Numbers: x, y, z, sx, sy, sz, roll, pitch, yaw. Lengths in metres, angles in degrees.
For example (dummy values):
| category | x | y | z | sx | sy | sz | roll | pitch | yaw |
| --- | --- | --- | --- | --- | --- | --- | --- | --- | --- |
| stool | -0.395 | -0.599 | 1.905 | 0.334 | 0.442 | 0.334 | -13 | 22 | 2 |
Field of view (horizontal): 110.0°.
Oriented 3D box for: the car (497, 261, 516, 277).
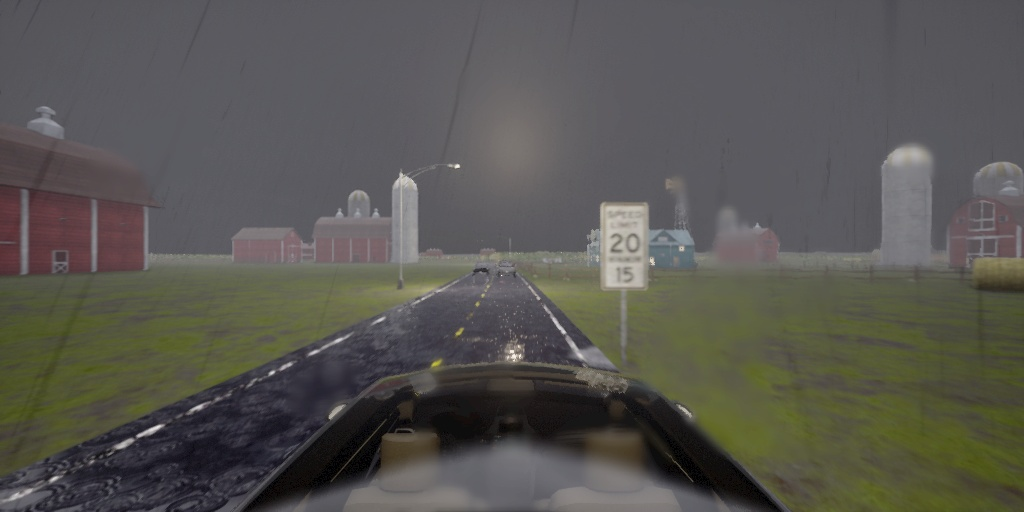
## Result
| category | x | y | z | sx | sy | sz | roll | pitch | yaw |
| --- | --- | --- | --- | --- | --- | --- | --- | --- | --- |
| car | -0.551 | 1.330 | 36.479 | 2.128 | 1.511 | 4.902 | 0 | 0 | -2 |

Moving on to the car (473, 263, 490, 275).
| category | x | y | z | sx | sy | sz | roll | pitch | yaw |
| --- | --- | --- | --- | --- | --- | --- | --- | --- | --- |
| car | -3.470 | 1.458 | 41.138 | 1.895 | 1.301 | 4.718 | 0 | 0 | -2 |
